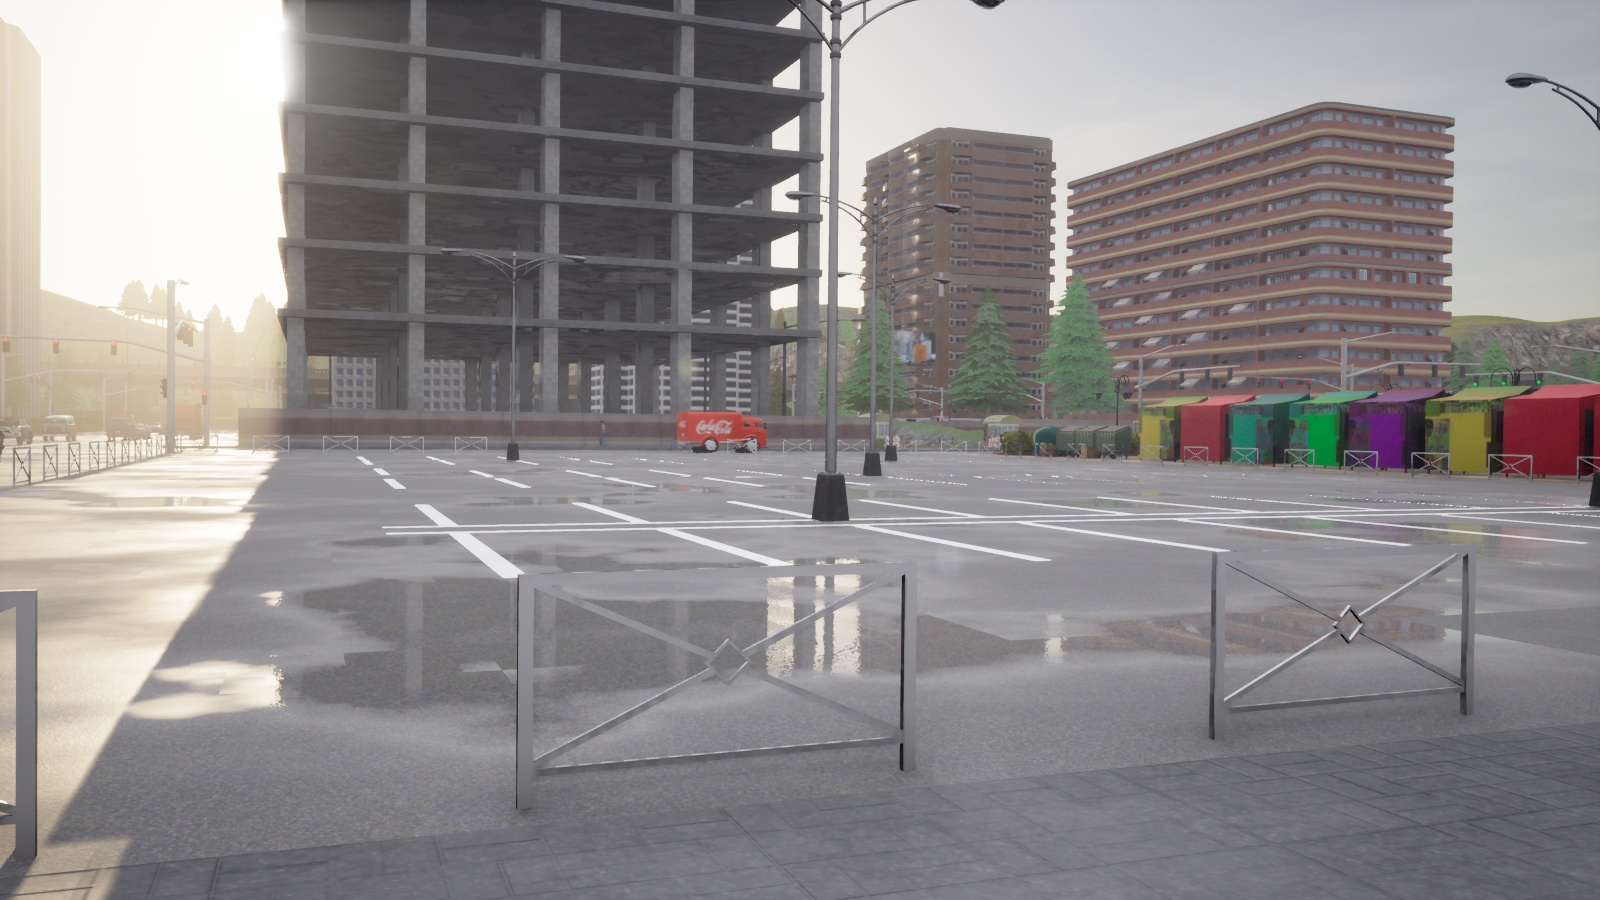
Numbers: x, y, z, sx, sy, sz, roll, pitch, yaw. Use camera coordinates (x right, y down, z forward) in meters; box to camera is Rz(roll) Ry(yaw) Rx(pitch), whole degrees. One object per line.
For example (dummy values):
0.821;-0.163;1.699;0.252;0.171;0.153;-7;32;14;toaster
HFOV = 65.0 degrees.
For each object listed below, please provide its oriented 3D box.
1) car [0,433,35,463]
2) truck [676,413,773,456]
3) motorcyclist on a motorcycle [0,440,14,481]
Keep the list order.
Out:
-51.124;-0.155;81.270;1.932;1.855;4.605;-1;1;-21;car
-4.510;-0.917;75.063;5.204;2.467;2.627;-1;1;-21;truck
-30.371;0.392;47.284;0.866;1.530;2.191;-1;1;-21;motorcyclist on a motorcycle
